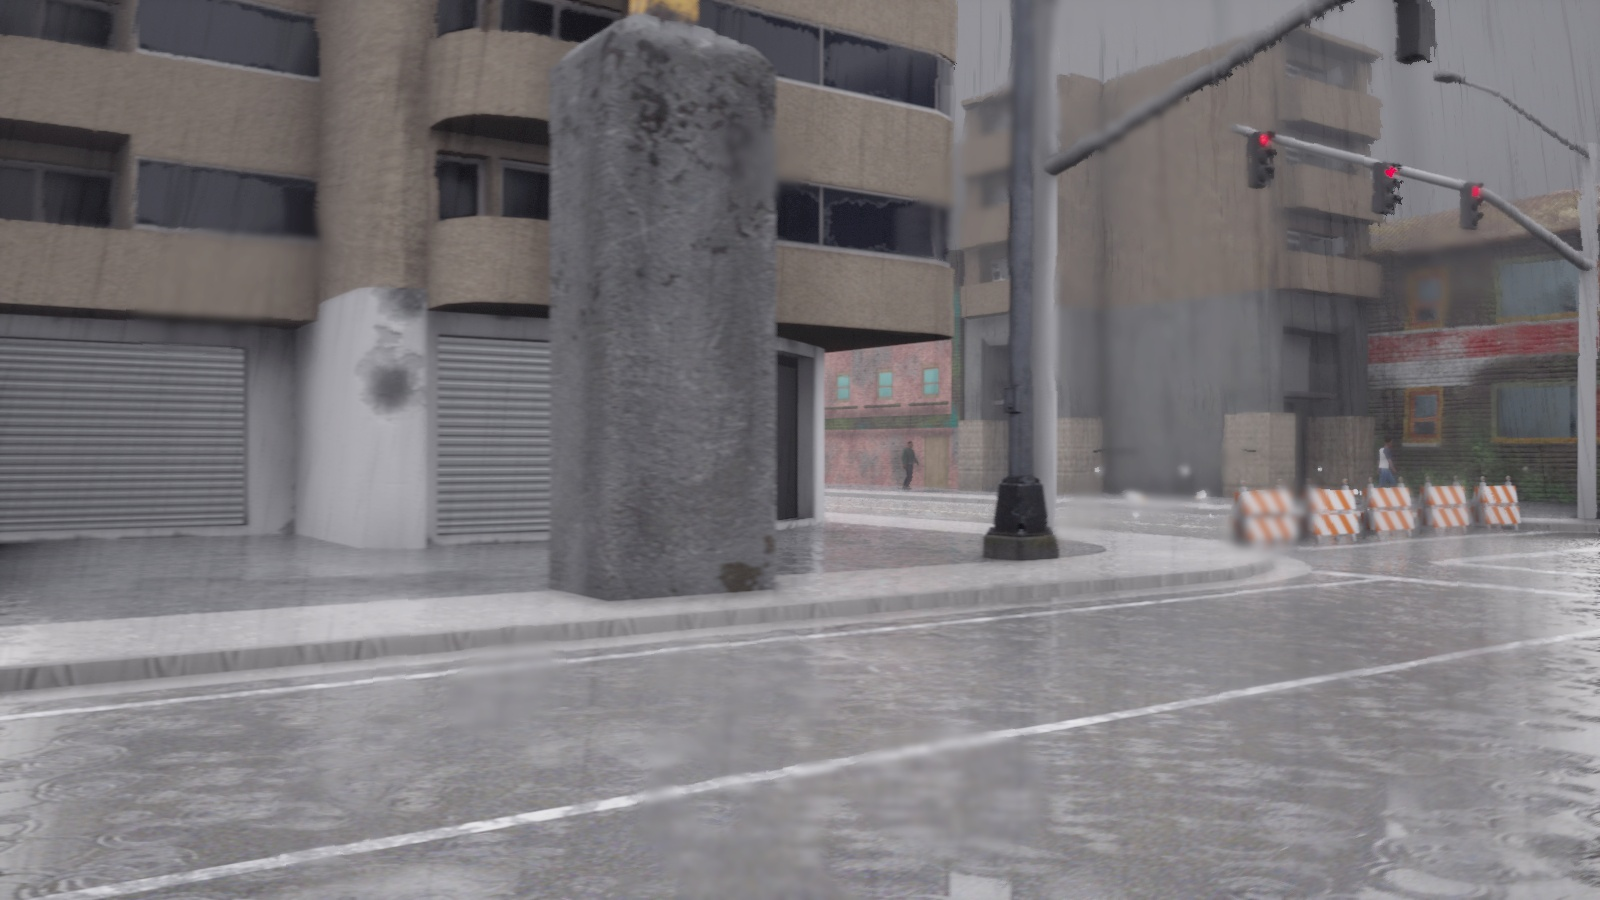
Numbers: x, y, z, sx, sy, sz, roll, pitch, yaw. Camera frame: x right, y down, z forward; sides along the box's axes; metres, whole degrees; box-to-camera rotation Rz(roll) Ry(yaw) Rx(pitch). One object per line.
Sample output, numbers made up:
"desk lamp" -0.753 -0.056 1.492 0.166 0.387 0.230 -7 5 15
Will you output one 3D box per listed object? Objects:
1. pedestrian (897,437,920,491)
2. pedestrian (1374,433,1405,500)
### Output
"pedestrian" 3.958 0.514 45.820 0.423 1.949 0.788 0 0 -39
"pedestrian" 16.358 0.461 34.858 0.706 1.836 0.354 0 0 16
